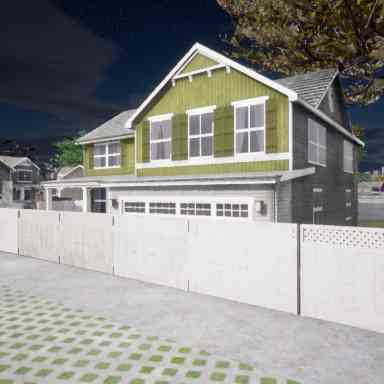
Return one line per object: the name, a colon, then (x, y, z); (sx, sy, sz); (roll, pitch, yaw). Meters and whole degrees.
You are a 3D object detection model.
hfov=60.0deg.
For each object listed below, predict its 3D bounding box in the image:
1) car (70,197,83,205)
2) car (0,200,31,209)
car: (-14.662, 1.489, 42.746); (2.097, 1.767, 4.553); (0, 0, 20)
car: (-18.114, 1.595, 32.503); (1.837, 1.490, 4.892); (0, 0, 18)
